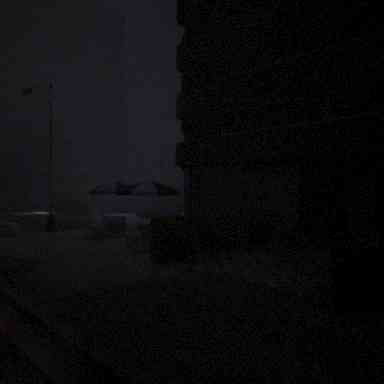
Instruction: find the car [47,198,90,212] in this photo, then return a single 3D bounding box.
[{"bbox_3d":[-12.878,1.351,34.805,4.181,1.385,1.994,0,0,-45],"label":"car"}]
